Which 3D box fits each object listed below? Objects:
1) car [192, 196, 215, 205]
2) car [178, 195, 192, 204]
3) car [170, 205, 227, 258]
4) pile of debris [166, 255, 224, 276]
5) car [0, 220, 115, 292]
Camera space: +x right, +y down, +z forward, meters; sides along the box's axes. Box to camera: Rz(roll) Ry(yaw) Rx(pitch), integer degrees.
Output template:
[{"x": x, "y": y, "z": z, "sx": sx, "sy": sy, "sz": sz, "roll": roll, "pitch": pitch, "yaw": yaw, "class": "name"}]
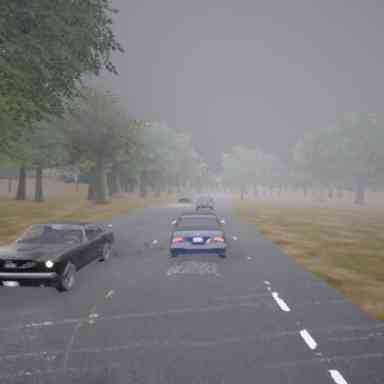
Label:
[{"x": 1.493, "y": 1.199, "z": 36.473, "sx": 2.033, "sy": 1.411, "sz": 5.357, "roll": 2, "pitch": 1, "yaw": 4, "class": "car"}, {"x": -0.992, "y": 1.102, "z": 50.295, "sx": 1.895, "sy": 1.301, "sz": 4.718, "roll": 1, "pitch": 1, "yaw": 6, "class": "car"}, {"x": 0.251, "y": 1.421, "z": 12.181, "sx": 2.033, "sy": 1.411, "sz": 5.357, "roll": -1, "pitch": 0, "yaw": 2, "class": "car"}, {"x": 0.092, "y": 2.099, "z": 9.573, "sx": 1.500, "sy": 0.140, "sz": 1.860, "roll": 1, "pitch": 1, "yaw": 1, "class": "pile of debris"}, {"x": -3.487, "y": 1.468, "z": 8.691, "sx": 1.895, "sy": 1.301, "sz": 4.718, "roll": 1, "pitch": 1, "yaw": 1, "class": "car"}]
